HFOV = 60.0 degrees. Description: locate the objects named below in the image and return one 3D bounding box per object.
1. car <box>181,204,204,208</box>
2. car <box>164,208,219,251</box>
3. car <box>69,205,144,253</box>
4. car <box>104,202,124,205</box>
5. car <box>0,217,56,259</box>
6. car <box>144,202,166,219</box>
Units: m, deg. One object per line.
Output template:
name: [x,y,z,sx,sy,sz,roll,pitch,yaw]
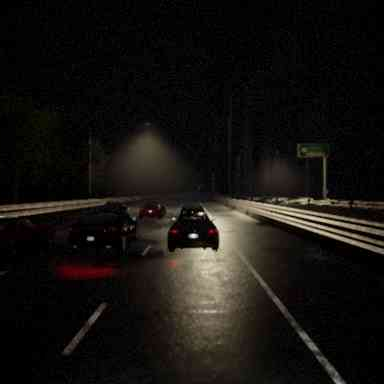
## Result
car: [0.049,1.618,27.633,1.895,1.301,4.718,0,0,0]
car: [0.063,1.566,14.026,1.994,1.385,4.181,0,0,0]
car: [-3.440,1.481,13.803,1.882,1.535,5.008,0,-1,0]
car: [-6.941,1.583,29.489,1.994,1.385,4.181,0,0,0]
car: [-6.945,1.603,12.601,1.895,1.301,4.718,0,0,0]
car: [-3.439,1.583,29.688,1.994,1.385,4.181,0,0,0]
